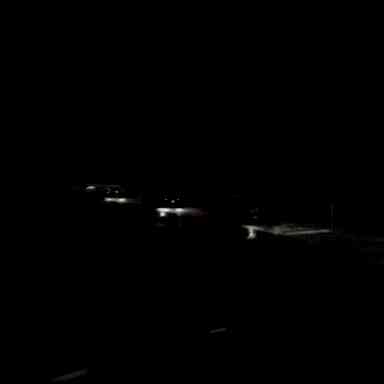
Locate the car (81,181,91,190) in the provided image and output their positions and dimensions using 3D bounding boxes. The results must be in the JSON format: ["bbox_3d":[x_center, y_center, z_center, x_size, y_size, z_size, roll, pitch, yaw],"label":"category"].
[{"bbox_3d":[-18.148,-1.124,58.398,2.128,1.511,4.902,1,2,-32],"label":"car"}]

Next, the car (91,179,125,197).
[{"bbox_3d":[-9.703,-0.493,38.924,2.150,2.045,5.566,1,2,-32],"label":"car"}]

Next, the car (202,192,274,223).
[{"bbox_3d":[2.565,0.800,19.317,1.882,1.535,5.008,1,2,-33],"label":"car"}]

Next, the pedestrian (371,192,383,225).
[{"bbox_3d":[10.401,0.920,18.744,0.375,1.860,0.375,4,-2,-32],"label":"pedestrian"}]

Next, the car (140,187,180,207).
[{"bbox_3d":[-2.731,0.382,27.749,1.837,1.490,4.892,1,2,-32],"label":"car"}]
